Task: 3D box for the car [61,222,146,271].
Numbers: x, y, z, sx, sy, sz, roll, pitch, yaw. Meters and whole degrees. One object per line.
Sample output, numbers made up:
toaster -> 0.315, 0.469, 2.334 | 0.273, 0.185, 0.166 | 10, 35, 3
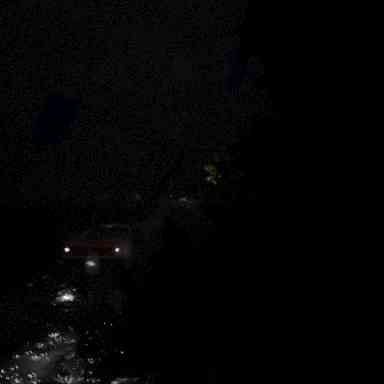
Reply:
car -> -2.856, 1.760, 11.661 | 1.895, 1.301, 4.718 | 0, -1, 0
